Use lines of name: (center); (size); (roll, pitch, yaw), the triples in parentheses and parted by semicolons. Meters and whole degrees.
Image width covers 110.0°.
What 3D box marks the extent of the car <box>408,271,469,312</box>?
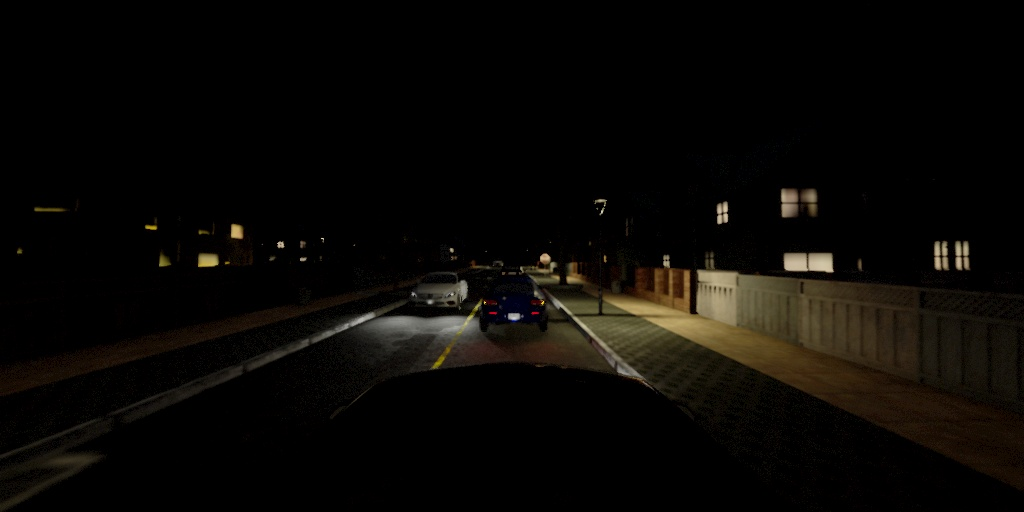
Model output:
car: (-2.865, 1.347, 14.835); (1.812, 1.442, 4.674); (0, 0, 0)

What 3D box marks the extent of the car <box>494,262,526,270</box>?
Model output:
car: (0.015, 1.382, 26.190); (2.128, 1.511, 4.902); (0, 0, 0)

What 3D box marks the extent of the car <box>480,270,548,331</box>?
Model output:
car: (0.055, 1.326, 11.042); (1.812, 1.442, 4.674); (0, -1, 0)
